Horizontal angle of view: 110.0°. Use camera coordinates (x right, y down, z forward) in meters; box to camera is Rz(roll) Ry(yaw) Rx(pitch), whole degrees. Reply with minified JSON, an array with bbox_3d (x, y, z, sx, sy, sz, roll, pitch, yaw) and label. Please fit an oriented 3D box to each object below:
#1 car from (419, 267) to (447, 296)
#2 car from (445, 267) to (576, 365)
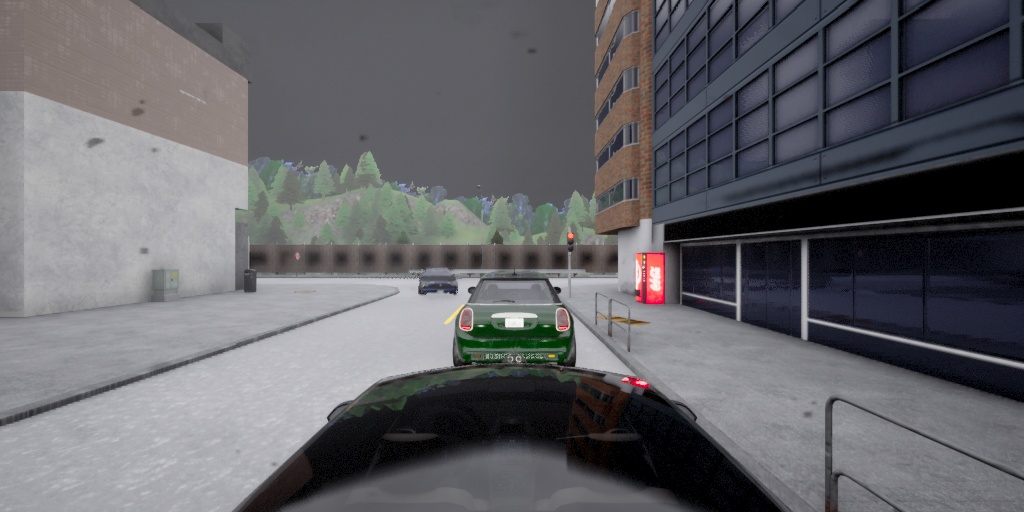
[{"bbox_3d":[-4.085,1.297,19.615,2.033,1.411,5.357,0,0,-16],"label":"car"},{"bbox_3d":[0.055,1.102,7.928,2.097,1.767,4.553,0,0,0],"label":"car"}]
